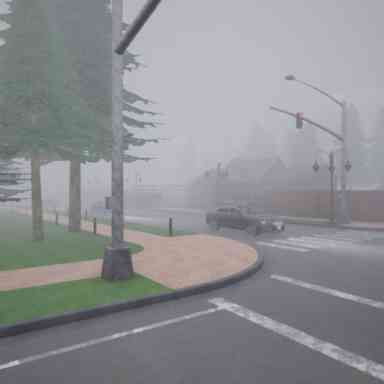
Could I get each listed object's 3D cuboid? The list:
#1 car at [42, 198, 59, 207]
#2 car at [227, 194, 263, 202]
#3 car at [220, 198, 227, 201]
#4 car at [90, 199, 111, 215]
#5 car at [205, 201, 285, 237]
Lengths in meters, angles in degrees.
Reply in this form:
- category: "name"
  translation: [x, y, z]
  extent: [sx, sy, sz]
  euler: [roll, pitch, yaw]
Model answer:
- category: "car"
  translation: [-21.586, 1.581, 49.714]
  extent: [1.895, 1.301, 4.718]
  euler: [0, 0, -43]
- category: "car"
  translation: [6.303, 1.139, 34.854]
  extent: [4.605, 1.855, 1.932]
  euler: [0, 0, -37]
- category: "car"
  translation: [4.482, 1.141, 36.631]
  extent: [3.866, 1.878, 1.905]
  euler: [0, 0, -37]
- category: "car"
  translation: [-8.583, 1.467, 33.140]
  extent: [2.128, 1.511, 4.902]
  euler: [0, 0, -37]
- category: "car"
  translation: [2.747, 1.467, 18.115]
  extent: [2.128, 1.511, 4.902]
  euler: [0, 0, -38]
